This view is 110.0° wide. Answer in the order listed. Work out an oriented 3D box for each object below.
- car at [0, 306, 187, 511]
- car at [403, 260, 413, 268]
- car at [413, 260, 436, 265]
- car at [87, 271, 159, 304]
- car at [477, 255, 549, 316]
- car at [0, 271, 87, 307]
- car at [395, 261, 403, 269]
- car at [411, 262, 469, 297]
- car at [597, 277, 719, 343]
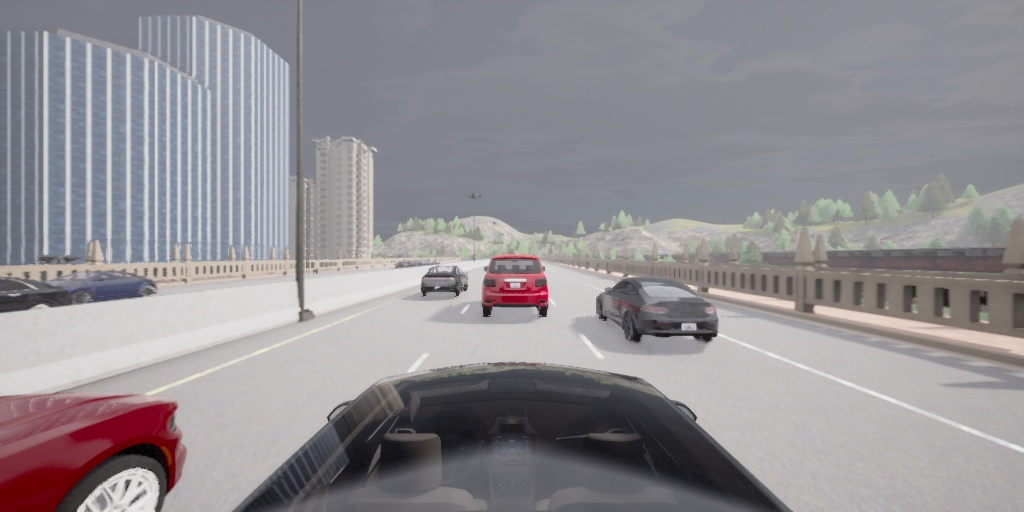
[{"bbox_3d":[-3.400,1.228,0.629,1.882,1.535,5.008,0,0,0],"label":"car"},{"bbox_3d":[-13.790,1.312,51.994,1.994,1.385,4.181,0,0,2],"label":"car"},{"bbox_3d":[-10.460,1.296,45.436,2.033,1.411,5.357,0,0,1],"label":"car"},{"bbox_3d":[-17.597,1.313,15.054,1.994,1.385,4.181,0,0,0],"label":"car"},{"bbox_3d":[0.101,0.971,13.403,2.150,2.045,5.566,0,0,0],"label":"car"},{"bbox_3d":[-14.099,1.254,8.618,1.837,1.490,4.892,0,0,0],"label":"car"},{"bbox_3d":[-17.120,1.311,57.402,1.994,1.385,4.181,0,0,2],"label":"car"},{"bbox_3d":[-3.399,1.241,18.745,2.128,1.511,4.902,0,0,0],"label":"car"},{"bbox_3d":[3.601,1.275,9.591,1.812,1.442,4.674,0,0,0],"label":"car"}]
